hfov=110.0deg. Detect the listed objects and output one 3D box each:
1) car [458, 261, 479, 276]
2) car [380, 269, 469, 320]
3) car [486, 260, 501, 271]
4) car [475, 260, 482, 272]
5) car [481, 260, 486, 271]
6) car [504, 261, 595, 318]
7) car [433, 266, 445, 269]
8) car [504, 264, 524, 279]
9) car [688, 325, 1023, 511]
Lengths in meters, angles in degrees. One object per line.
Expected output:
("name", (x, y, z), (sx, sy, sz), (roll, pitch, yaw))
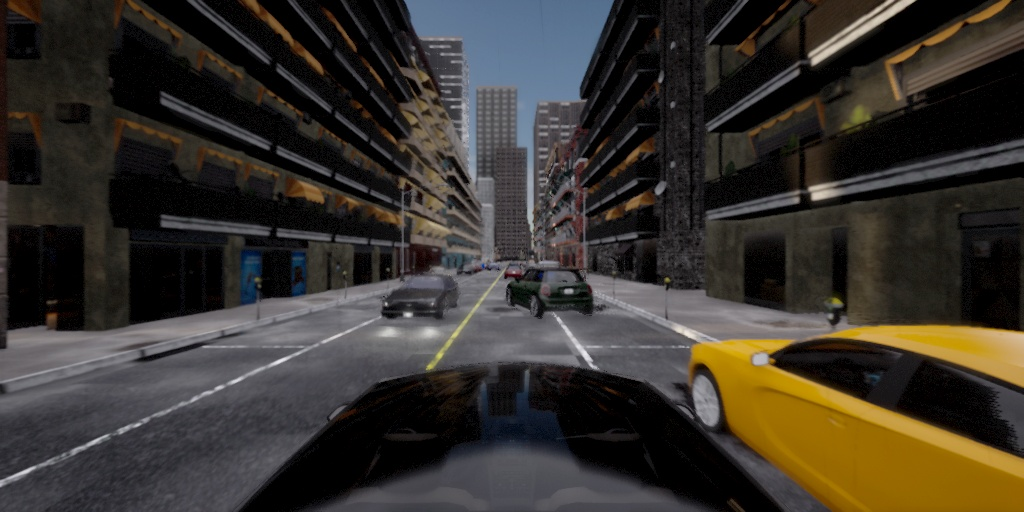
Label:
("car", (-5.579, 1.656, 43.793), (1.948, 1.339, 4.313), (0, 0, 0))
("car", (-3.072, 1.389, 13.297), (2.033, 1.411, 5.357), (0, 0, 0))
("car", (-2.847, 1.758, 58.405), (1.812, 1.442, 4.674), (0, 0, 0))
("car", (-5.564, 1.681, 49.316), (1.888, 1.381, 4.507), (0, 0, 0))
("car", (-5.549, 1.727, 54.840), (1.888, 1.381, 4.507), (0, 0, 0))
("car", (1.278, 1.197, 13.790), (2.097, 1.767, 4.553), (0, -1, -16))
("car", (-5.626, 1.480, 27.054), (1.751, 1.417, 4.829), (0, 0, 0))
("car", (0.193, 1.605, 37.780), (1.994, 1.385, 4.181), (0, 0, 0))
("car", (3.139, 1.234, 2.527), (1.882, 1.535, 5.008), (0, 0, 0))
